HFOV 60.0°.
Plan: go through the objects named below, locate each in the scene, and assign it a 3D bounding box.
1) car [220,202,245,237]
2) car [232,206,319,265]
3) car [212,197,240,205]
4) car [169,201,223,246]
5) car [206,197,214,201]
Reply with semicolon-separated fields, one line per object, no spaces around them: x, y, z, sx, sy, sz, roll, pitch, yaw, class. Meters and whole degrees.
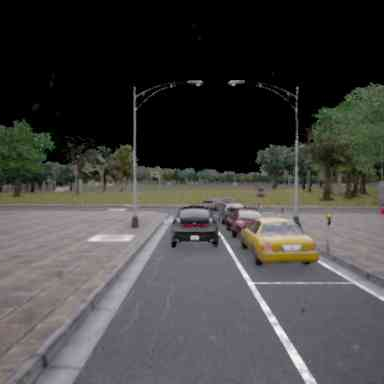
2.622;1.393;16.387;1.802;1.307;4.206;-1;1;0;car
2.621;1.398;11.024;1.752;1.417;4.829;-1;1;0;car
2.621;1.299;21.918;2.008;1.369;4.403;-1;1;0;car
0.098;1.342;14.250;1.837;1.490;4.892;0;1;0;car
2.969;1.167;30.347;4.902;1.511;2.128;-1;1;-45;car
